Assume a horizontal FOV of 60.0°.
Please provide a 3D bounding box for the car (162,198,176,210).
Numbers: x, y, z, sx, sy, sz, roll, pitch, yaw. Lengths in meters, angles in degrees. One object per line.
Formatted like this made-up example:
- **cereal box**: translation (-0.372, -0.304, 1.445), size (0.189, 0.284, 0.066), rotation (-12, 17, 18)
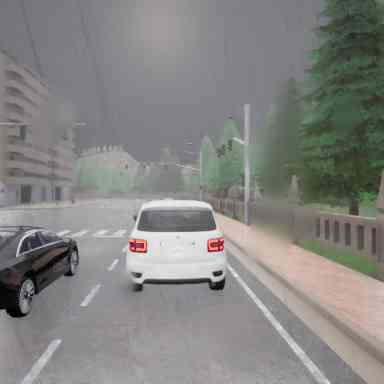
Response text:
- **car**: translation (-3.096, 1.526, 44.370), size (1.812, 1.442, 4.674), rotation (0, 0, -4)

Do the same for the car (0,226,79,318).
- **car**: translation (-3.958, 1.492, 7.355), size (2.128, 1.511, 4.902), rotation (0, 0, -3)

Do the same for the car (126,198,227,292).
- **car**: translation (-0.464, 1.221, 9.130), size (2.150, 2.045, 5.566), rotation (0, 0, -4)
